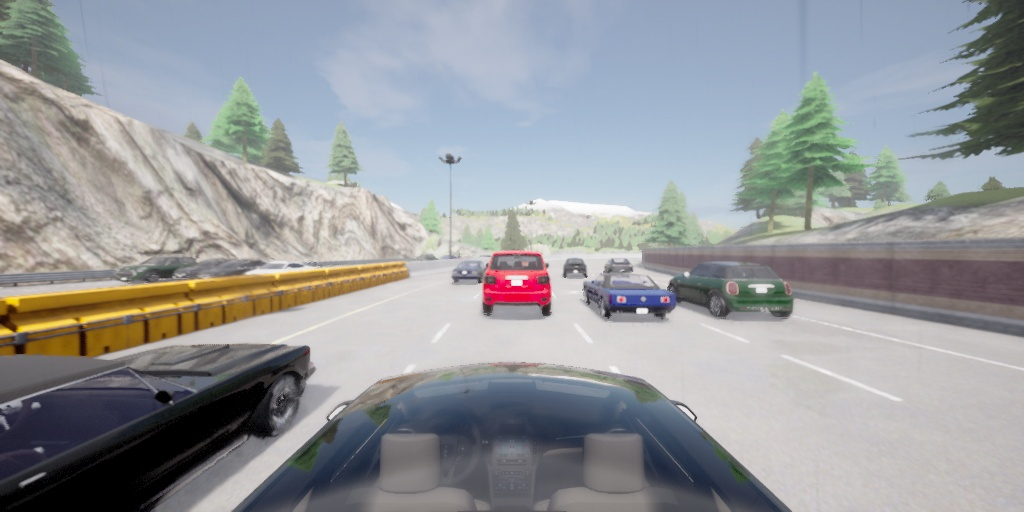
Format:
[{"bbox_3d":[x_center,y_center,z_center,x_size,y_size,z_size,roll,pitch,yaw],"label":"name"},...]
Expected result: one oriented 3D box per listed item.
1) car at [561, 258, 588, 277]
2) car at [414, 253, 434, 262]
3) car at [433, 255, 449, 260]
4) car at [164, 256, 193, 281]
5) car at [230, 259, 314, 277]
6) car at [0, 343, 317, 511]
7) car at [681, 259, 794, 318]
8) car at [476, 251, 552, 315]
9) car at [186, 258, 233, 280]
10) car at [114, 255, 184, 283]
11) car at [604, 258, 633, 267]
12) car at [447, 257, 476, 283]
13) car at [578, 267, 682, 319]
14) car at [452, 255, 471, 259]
[{"bbox_3d":[5.157,0.893,29.487,1.837,1.490,4.892,0,1,8],"label":"car"},{"bbox_3d":[-15.323,0.294,63.484,2.097,1.767,4.553,0,1,19],"label":"car"},{"bbox_3d":[-11.524,0.464,63.811,1.812,1.442,4.674,0,1,20],"label":"car"},{"bbox_3d":[-20.271,0.955,24.568,1.837,1.490,4.892,0,1,6],"label":"car"},{"bbox_3d":[-13.561,1.022,21.061,1.812,1.442,4.674,0,1,4],"label":"car"},{"bbox_3d":[-3.413,1.341,2.412,1.895,1.301,4.718,0,1,0],"label":"car"},{"bbox_3d":[7.195,0.964,12.393,2.097,1.767,4.553,0,1,1],"label":"car"},{"bbox_3d":[0.200,0.825,12.965,2.150,2.045,5.566,0,1,1],"label":"car"},{"bbox_3d":[-16.959,0.984,22.405,1.837,1.490,4.892,0,1,5],"label":"car"},{"bbox_3d":[-23.795,0.804,24.400,2.097,1.767,4.553,0,1,6],"label":"car"},{"bbox_3d":[8.672,0.881,29.360,2.128,1.511,4.902,0,1,8],"label":"car"},{"bbox_3d":[-2.604,1.005,24.085,2.033,1.411,5.357,0,1,6],"label":"car"},{"bbox_3d":[3.678,1.214,12.194,1.895,1.301,4.718,0,1,1],"label":"car"},{"bbox_3d":[-8.313,0.558,62.428,1.895,1.301,4.718,0,1,20],"label":"car"}]
